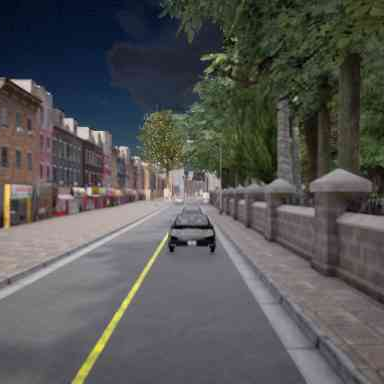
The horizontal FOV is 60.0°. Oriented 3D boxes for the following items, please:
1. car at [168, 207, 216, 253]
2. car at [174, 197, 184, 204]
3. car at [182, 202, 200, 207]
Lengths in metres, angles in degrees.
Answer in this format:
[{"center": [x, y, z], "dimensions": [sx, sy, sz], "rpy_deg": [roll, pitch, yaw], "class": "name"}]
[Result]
[{"center": [0.005, 1.627, 14.293], "dimensions": [2.128, 1.511, 4.902], "rpy_deg": [0, 0, 0], "class": "car"}, {"center": [-2.737, 1.797, 70.763], "dimensions": [1.812, 1.442, 4.674], "rpy_deg": [0, 0, 0], "class": "car"}, {"center": [0.006, 1.851, 29.105], "dimensions": [1.895, 1.301, 4.718], "rpy_deg": [0, 0, 0], "class": "car"}]
